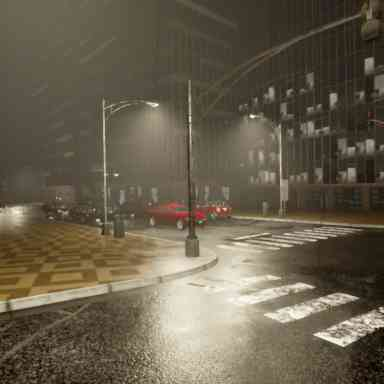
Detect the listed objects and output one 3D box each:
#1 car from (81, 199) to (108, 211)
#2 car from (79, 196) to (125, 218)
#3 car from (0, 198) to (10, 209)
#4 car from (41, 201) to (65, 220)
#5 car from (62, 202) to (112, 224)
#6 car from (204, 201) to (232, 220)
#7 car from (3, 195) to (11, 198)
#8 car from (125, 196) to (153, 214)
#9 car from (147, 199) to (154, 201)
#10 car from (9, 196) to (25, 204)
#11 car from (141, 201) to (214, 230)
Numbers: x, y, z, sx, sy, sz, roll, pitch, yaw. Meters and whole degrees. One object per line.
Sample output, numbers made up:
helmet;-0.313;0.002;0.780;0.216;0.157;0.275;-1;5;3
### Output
car;-13.380;1.722;45.426;1.947;1.339;4.313;-2;1;-41
car;-8.953;1.418;31.458;2.150;2.045;5.566;-2;1;-41
car;-30.821;2.005;52.765;1.802;1.307;4.206;-2;1;-41
car;-12.364;1.705;31.435;1.967;1.590;4.097;-2;1;-41
car;-8.669;1.798;27.171;1.947;1.339;4.313;-2;1;-41
car;1.411;1.468;28.341;1.967;1.590;4.097;-2;1;-41
car;-42.965;1.950;79.597;1.887;1.381;4.507;-2;1;-41
car;-5.990;1.407;36.878;2.192;1.841;5.009;-2;1;-41
car;-2.285;1.642;32.613;1.802;1.307;4.206;-2;1;-41
car;-39.267;1.941;75.325;1.947;1.339;4.313;-2;1;-41
car;-1.104;1.608;22.395;1.882;1.535;5.008;-2;1;-41
